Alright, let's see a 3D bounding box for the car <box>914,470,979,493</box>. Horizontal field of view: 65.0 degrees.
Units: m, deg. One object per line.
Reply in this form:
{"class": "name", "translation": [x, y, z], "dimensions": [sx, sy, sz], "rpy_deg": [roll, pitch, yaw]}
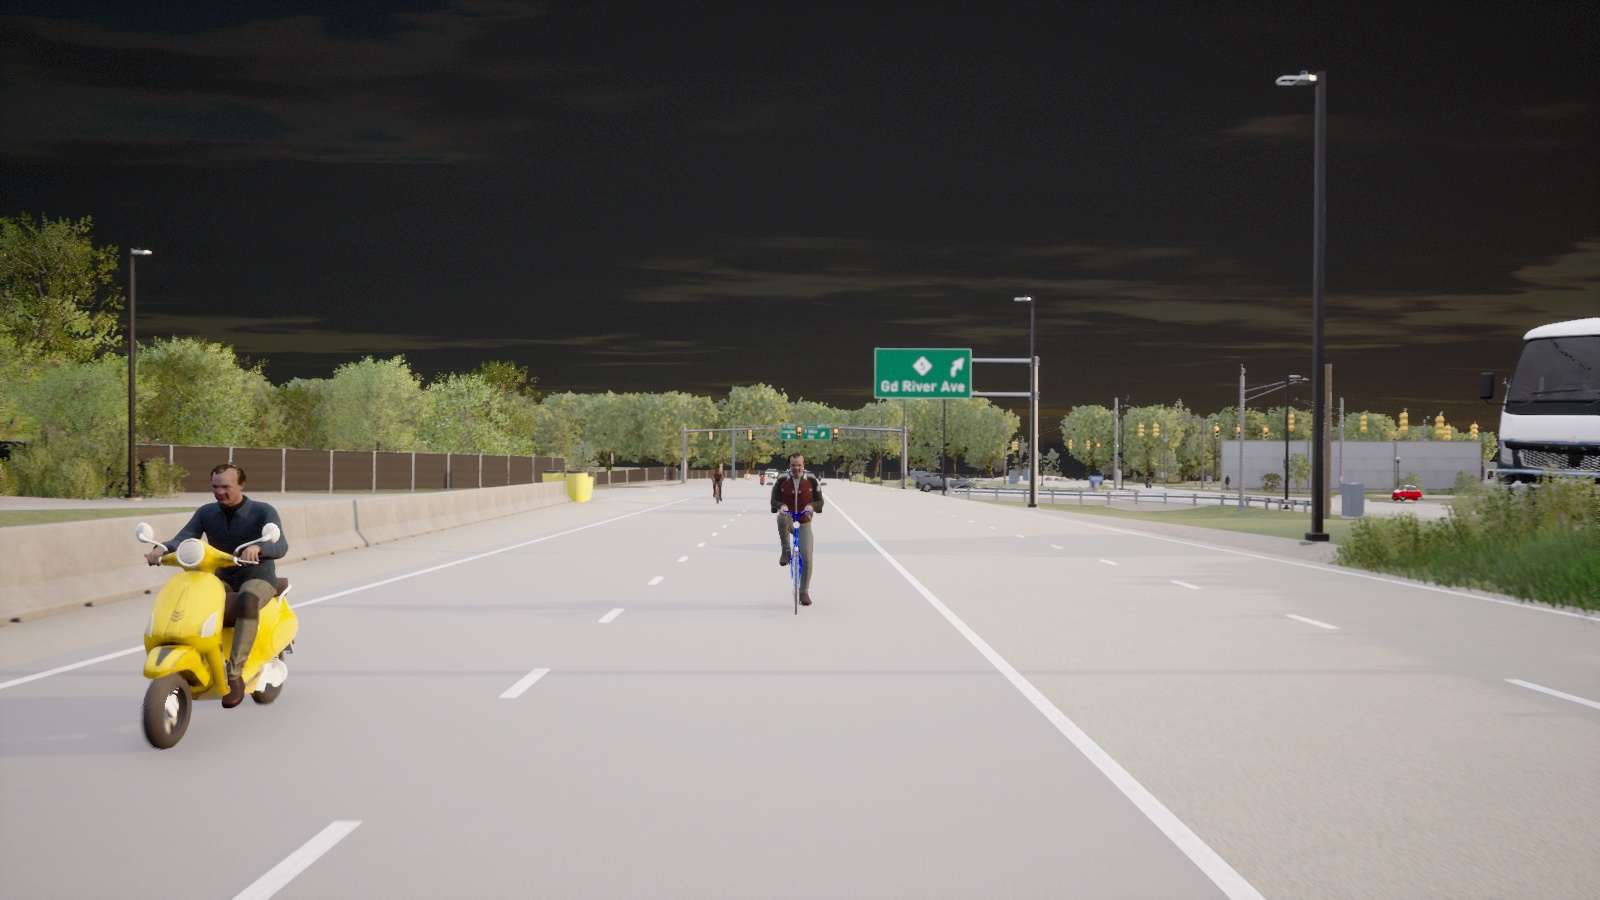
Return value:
{"class": "car", "translation": [10.852, 2.351, 93.180], "dimensions": [4.514, 1.525, 2.007], "rpy_deg": [2, -1, 0]}

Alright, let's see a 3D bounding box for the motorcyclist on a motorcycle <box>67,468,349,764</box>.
{"class": "motorcyclist on a motorcycle", "translation": [-3.518, 0.908, 7.682], "dimensions": [0.866, 1.590, 1.817], "rpy_deg": [0, -1, 0]}

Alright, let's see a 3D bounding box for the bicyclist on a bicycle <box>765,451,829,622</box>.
{"class": "bicyclist on a bicycle", "translation": [-0.033, 0.914, 14.004], "dimensions": [0.659, 1.776, 1.843], "rpy_deg": [0, -1, 0]}

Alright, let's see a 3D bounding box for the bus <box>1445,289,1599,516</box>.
{"class": "bus", "translation": [18.634, -0.616, 27.078], "dimensions": [10.273, 4.253, 3.944], "rpy_deg": [4, -1, -35]}

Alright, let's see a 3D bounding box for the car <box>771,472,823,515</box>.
{"class": "car", "translation": [-0.108, 1.552, 46.244], "dimensions": [1.837, 1.490, 4.892], "rpy_deg": [0, -1, 0]}
